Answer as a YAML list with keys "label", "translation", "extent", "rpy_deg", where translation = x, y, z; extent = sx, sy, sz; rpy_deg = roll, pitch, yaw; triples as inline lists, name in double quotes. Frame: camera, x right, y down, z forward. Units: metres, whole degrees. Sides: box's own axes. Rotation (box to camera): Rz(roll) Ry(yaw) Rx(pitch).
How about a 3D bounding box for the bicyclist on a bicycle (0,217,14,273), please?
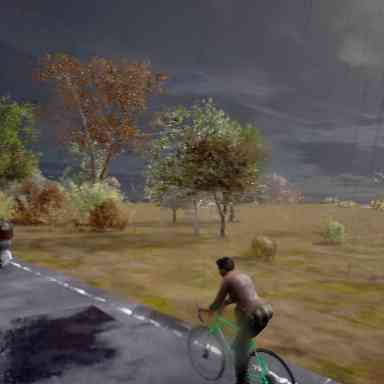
- label: "bicyclist on a bicycle"
  translation: [-6.265, 1.721, 10.972]
  extent: [1.843, 1.776, 0.659]
  rpy_deg: [-1, -3, 45]

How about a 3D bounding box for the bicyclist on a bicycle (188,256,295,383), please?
- label: "bicyclist on a bicycle"
  translation: [0.509, 1.620, 3.981]
  extent: [0.582, 1.620, 1.656]
  rpy_deg: [3, -3, -43]
